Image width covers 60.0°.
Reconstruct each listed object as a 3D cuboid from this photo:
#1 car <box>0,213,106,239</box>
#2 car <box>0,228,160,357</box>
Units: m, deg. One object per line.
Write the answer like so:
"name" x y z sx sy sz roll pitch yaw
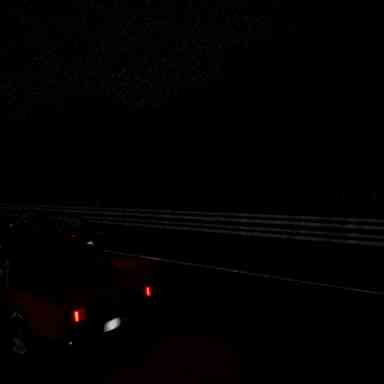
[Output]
"car" -5.256 1.484 12.037 5.008 1.535 1.882 0 0 36
"car" -2.937 1.605 6.057 4.718 1.301 1.895 0 0 36
